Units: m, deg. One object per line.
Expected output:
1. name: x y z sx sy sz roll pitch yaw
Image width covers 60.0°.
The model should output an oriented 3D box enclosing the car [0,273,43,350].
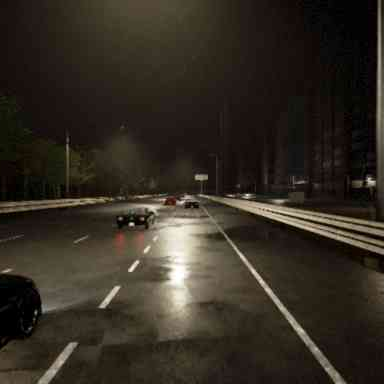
1. car: -3.500 1.564 3.913 1.994 1.385 4.181 0 0 0

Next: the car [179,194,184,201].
1. car: -3.895 1.660 88.021 1.882 1.535 5.008 0 0 -1

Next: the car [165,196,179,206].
1. car: -3.671 1.610 57.597 1.812 1.442 4.674 0 0 0

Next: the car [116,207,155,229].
1. car: -3.524 1.612 21.616 1.895 1.301 4.718 0 0 0

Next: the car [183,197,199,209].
1. car: -0.011 1.658 47.150 1.895 1.301 4.718 0 0 0
